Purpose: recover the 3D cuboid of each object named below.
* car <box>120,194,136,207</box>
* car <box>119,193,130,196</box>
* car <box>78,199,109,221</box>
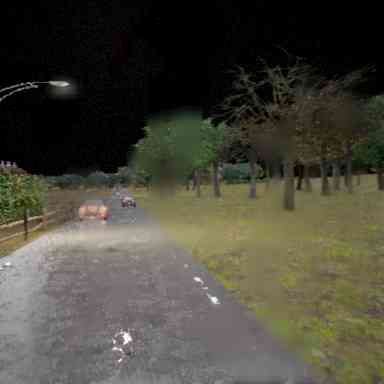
[{"bbox_3d":[-9.027,1.379,47.521,1.812,1.442,4.674,-1,1,-11],"label":"car"},{"bbox_3d":[-12.441,1.060,64.241,2.097,1.767,4.553,-1,1,-11],"label":"car"},{"bbox_3d":[-7.945,1.349,27.190,2.097,1.767,4.553,-1,0,-11],"label":"car"}]
